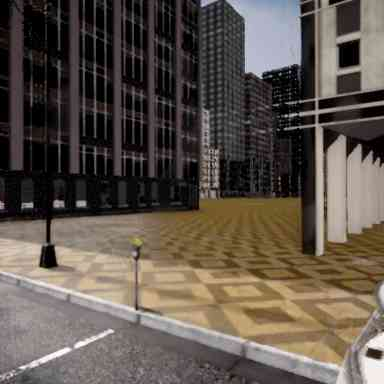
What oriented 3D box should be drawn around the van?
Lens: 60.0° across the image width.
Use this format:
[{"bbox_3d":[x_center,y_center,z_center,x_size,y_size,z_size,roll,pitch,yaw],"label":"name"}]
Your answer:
[{"bbox_3d":[2.532,1.339,1.068,3.998,1.788,1.690,0,0,36],"label":"van"}]
